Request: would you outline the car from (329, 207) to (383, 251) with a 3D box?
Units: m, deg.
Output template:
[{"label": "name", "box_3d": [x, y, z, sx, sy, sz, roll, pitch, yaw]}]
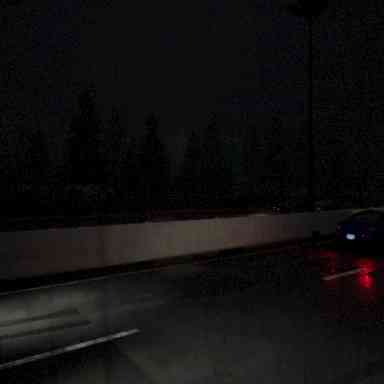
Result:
[{"label": "car", "box_3d": [7.711, 1.462, 13.593, 4.674, 1.442, 1.812, 0, 0, -36]}]

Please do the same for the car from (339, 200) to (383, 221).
[{"label": "car", "box_3d": [14.060, 1.442, 26.996, 4.181, 1.385, 1.994, 0, 0, -36]}]

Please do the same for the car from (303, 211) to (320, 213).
[{"label": "car", "box_3d": [11.905, 1.406, 29.757, 4.674, 1.442, 1.812, 0, 0, -36]}]
